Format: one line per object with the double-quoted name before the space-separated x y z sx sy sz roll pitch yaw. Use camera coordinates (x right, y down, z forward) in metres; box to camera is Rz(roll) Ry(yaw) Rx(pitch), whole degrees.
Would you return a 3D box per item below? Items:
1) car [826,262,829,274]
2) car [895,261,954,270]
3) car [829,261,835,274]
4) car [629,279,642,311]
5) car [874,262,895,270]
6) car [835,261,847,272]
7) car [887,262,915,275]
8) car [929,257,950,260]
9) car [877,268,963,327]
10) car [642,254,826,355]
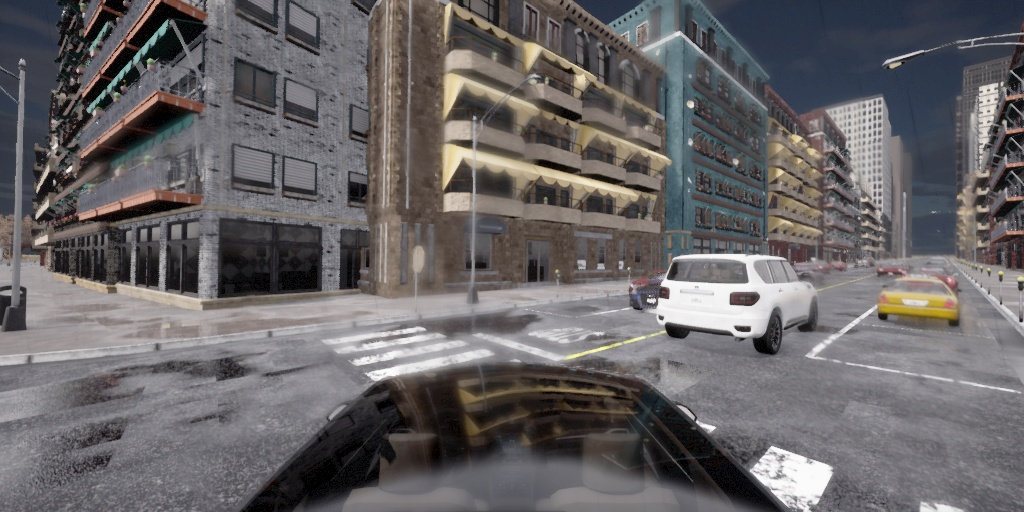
"car" 19.808 1.336 24.602 4.181 1.385 1.994 0 0 -39
"car" 21.414 1.197 18.424 4.097 1.591 1.967 0 0 -40
"car" 33.102 1.220 38.980 4.097 1.591 1.967 0 0 -40
"car" 6.208 1.330 13.358 4.181 1.385 1.994 0 0 -40
"car" 36.416 1.366 34.224 4.718 1.301 1.895 0 0 -40
"car" 41.638 1.323 46.046 4.507 1.381 1.888 0 0 -40
"car" 44.153 1.364 40.646 4.718 1.301 1.895 0 0 -39
"car" 47.022 1.196 39.623 4.097 1.591 1.967 0 0 -40
"car" 13.009 1.278 11.467 4.829 1.417 1.751 0 0 -40
"car" 5.820 0.978 9.013 5.566 2.045 2.150 0 0 -40
